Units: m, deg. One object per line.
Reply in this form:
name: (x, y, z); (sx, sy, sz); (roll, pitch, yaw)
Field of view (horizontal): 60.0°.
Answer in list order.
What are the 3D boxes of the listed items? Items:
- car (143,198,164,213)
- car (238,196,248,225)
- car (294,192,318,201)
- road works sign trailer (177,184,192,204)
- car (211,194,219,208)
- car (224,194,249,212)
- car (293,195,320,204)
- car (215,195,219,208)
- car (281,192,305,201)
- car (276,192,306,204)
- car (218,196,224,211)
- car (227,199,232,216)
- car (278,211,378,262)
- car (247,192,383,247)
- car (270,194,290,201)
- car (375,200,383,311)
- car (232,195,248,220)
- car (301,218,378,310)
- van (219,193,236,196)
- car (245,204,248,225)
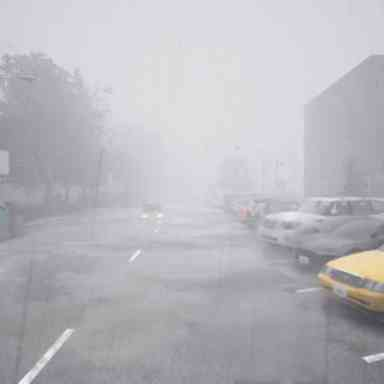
car: (-4.121, 1.373, 35.955); (1.882, 1.535, 5.008); (0, 0, 0)
car: (5.335, 1.292, 18.920); (4.553, 1.767, 2.185); (1, 0, -20)
car: (27.023, 1.066, 79.161); (2.435, 2.045, 5.566); (1, -1, -22)
road works sign trailer: (-1.049, 0.312, 61.677); (2.880, 3.560, 2.380); (0, 0, -41)
car: (5.204, 1.368, 39.886); (5.366, 1.575, 1.946); (1, 0, -20)
car: (5.415, 1.272, 27.939); (4.553, 1.767, 2.185); (1, 0, -20)
car: (21.264, 1.372, 62.094); (2.163, 1.488, 4.792); (-1, 1, -22)
car: (5.388, 1.420, 36.945); (4.674, 1.452, 2.002); (1, 0, -20)
car: (23.962, 1.065, 79.122); (2.435, 2.045, 5.566); (0, -1, -21)
car: (18.349, 1.091, 61.977); (2.435, 2.045, 5.566); (0, 1, -21)
car: (5.376, 1.391, 30.942); (5.008, 1.535, 2.097); (1, 0, -20)
car: (5.378, 1.444, 24.931); (4.674, 1.452, 2.002); (1, 0, -20)
car: (5.316, 1.475, 9.906); (4.792, 1.488, 2.163); (1, 1, -20)
car: (5.329, 1.184, 12.906); (5.566, 2.045, 2.435); (1, 0, -20)
car: (20.939, 1.345, 79.039); (2.163, 1.488, 4.792); (0, -1, -21)
car: (5.320, 1.217, 3.889); (5.566, 2.045, 2.435); (1, 1, -20)
car: (5.341, 1.284, 21.922); (4.553, 1.767, 2.185); (1, 0, -20)
car: (5.163, 1.452, 6.848); (5.366, 1.575, 1.946); (1, 0, -20)
van: (5.495, 1.161, 33.987); (4.442, 1.987, 1.878); (1, 0, -20)
car: (5.334, 1.456, 15.907); (4.792, 1.488, 2.163); (1, 0, -20)
